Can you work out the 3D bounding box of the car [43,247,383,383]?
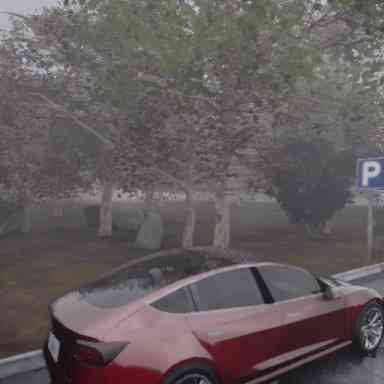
[{"bbox_3d":[0.626,1.515,4.496,4.792,1.488,2.163,0,0,-33],"label":"car"}]
